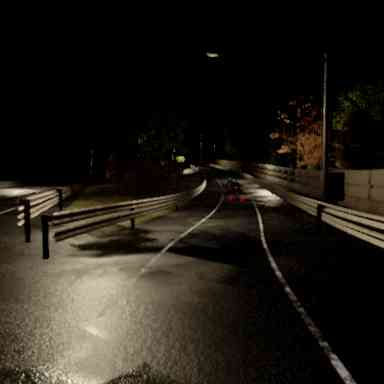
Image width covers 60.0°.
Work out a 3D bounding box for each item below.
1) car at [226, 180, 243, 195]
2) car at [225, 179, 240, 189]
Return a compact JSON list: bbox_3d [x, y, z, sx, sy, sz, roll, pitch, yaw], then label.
[{"bbox_3d":[6.235,-0.645,48.131,2.097,1.767,4.553,0,5,5],"label":"car"},{"bbox_3d":[7.025,-1.432,58.215,2.128,1.511,4.902,0,6,3],"label":"car"}]
